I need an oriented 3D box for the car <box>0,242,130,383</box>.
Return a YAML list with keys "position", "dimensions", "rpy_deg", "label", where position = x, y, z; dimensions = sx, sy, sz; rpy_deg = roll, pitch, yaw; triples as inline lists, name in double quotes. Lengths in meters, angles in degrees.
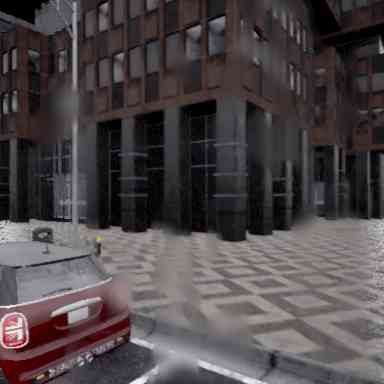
- position: [-2.913, 1.486, 5.042]
  dimensions: [4.097, 1.590, 1.967]
  rpy_deg: [-1, 0, 36]
  label: "car"
